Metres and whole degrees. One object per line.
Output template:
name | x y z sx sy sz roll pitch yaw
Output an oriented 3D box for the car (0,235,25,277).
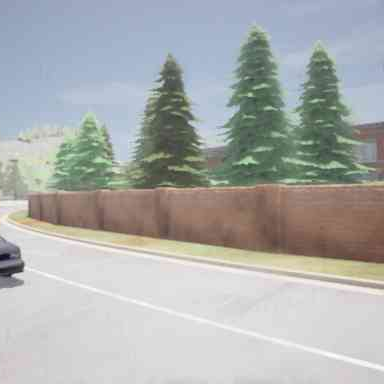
car | -6.716 1.696 9.689 5.357 1.411 2.033 -1 -1 43
